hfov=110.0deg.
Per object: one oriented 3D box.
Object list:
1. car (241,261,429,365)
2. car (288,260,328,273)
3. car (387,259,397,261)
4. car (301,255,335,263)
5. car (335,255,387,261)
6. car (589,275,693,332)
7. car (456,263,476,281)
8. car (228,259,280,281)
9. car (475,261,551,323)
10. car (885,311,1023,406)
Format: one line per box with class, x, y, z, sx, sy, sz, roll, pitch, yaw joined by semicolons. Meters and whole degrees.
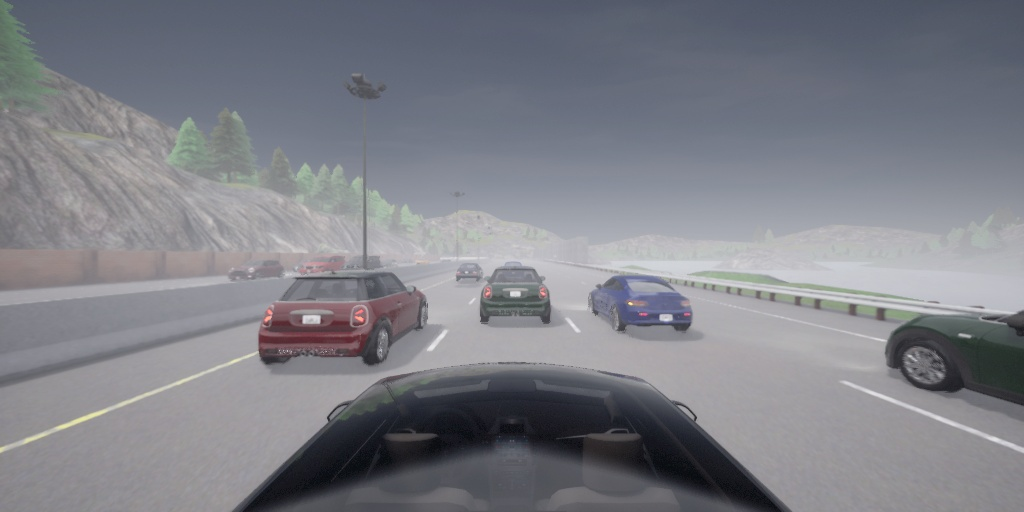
car;-3.402;1.099;8.212;2.097;1.767;4.553;0;0;0
car;-24.578;1.224;43.451;2.128;1.511;4.902;0;0;0
car;-21.022;1.228;61.491;1.837;1.490;4.892;0;0;1
car;-17.587;0.958;33.817;2.150;2.045;5.566;0;0;0
car;-14.090;0.957;33.880;2.150;2.045;5.566;0;0;0
car;3.600;1.272;10.665;1.812;1.442;4.674;0;0;0
car;-3.396;1.286;29.325;2.033;1.411;5.357;0;0;0
car;-21.090;1.092;29.817;2.097;1.767;4.553;0;0;0
car;0.100;1.097;12.281;2.097;1.767;4.553;0;0;0
car;7.092;1.101;3.886;2.097;1.767;4.553;0;0;0
